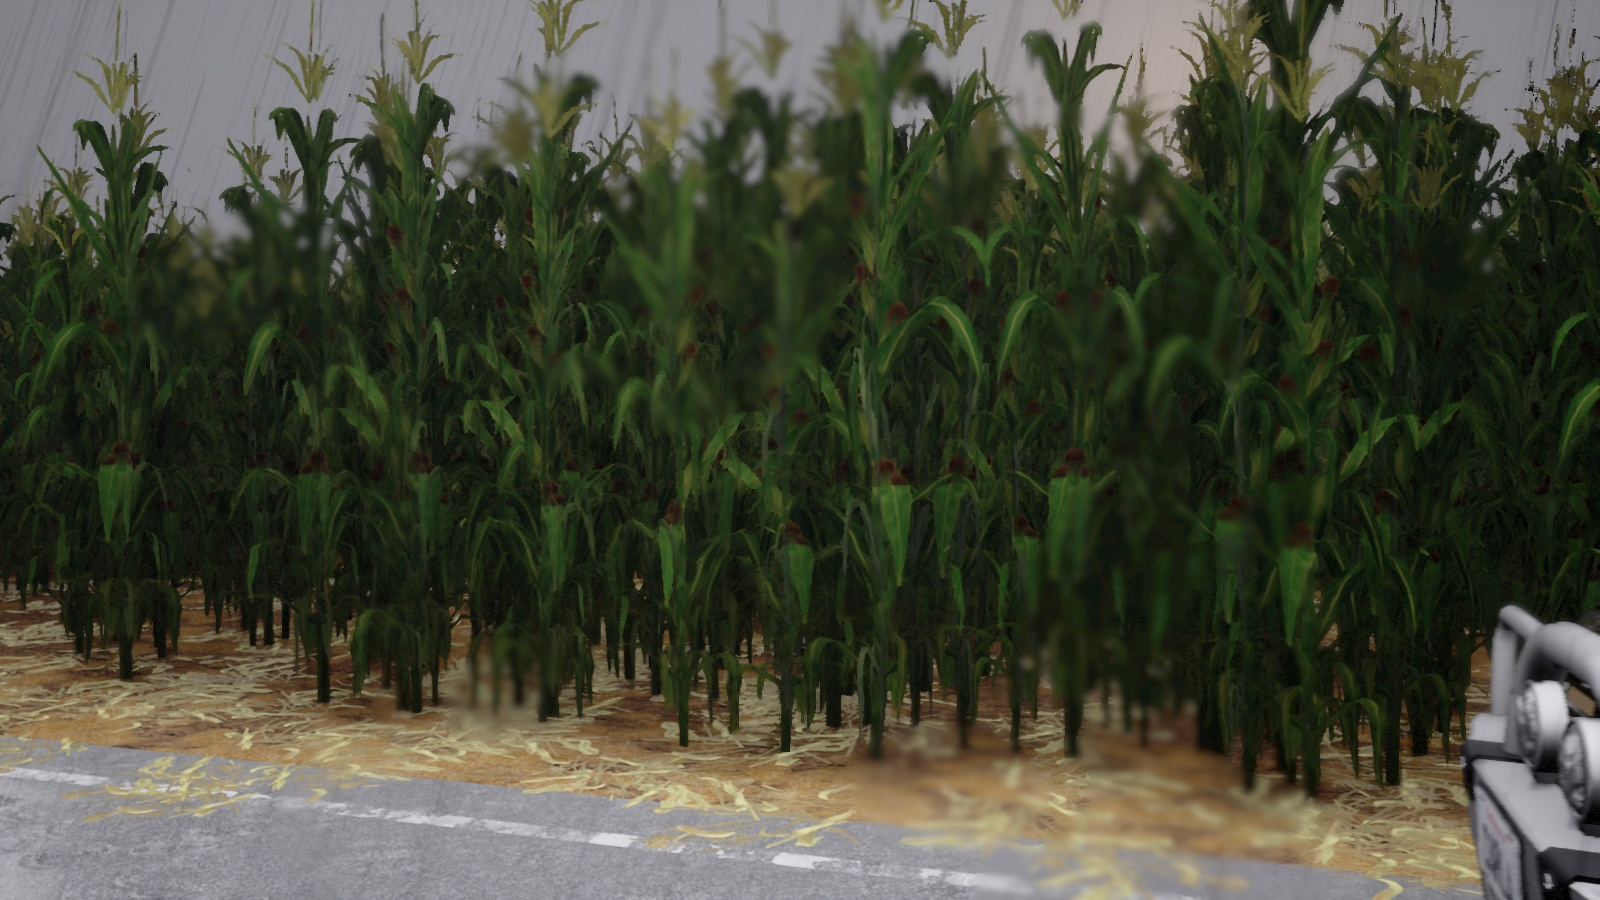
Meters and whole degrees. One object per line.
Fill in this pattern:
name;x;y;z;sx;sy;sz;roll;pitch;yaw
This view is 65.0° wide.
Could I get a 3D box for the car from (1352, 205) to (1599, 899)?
car;3.388;0.629;1.787;4.605;1.855;1.932;0;1;19
